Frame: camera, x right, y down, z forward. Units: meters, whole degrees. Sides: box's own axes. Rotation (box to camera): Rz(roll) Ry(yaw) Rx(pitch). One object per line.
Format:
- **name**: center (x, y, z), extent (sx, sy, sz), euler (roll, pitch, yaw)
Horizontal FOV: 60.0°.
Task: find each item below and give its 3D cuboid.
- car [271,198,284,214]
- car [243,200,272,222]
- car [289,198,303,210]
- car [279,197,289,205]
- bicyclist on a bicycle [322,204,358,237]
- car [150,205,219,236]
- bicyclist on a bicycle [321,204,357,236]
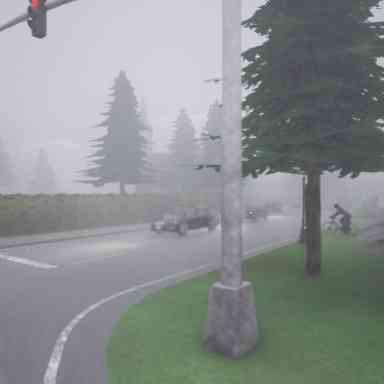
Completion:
- **car**: center (8.622, 1.582, 35.894), extent (1.895, 1.301, 4.718), euler (0, 0, 17)
- **car**: center (4.632, 1.586, 26.394), extent (1.895, 1.301, 4.718), euler (0, 0, 28)
- **car**: center (14.135, 1.545, 43.029), extent (1.994, 1.385, 4.181), euler (0, 0, 10)
- **car**: center (14.528, 1.521, 53.064), extent (2.033, 1.411, 5.357), euler (0, 0, -11)
- **bicyclist on a bicycle**: center (7.546, 1.447, 16.946), extent (1.656, 1.620, 0.582), euler (0, 0, 34)
- **car**: center (-0.278, 1.478, 18.482), extent (2.128, 1.511, 4.902), euler (0, 0, 34)
- **bicyclist on a bicycle**: center (7.786, 1.447, 17.653), extent (1.656, 1.620, 0.582), euler (0, 0, 15)
